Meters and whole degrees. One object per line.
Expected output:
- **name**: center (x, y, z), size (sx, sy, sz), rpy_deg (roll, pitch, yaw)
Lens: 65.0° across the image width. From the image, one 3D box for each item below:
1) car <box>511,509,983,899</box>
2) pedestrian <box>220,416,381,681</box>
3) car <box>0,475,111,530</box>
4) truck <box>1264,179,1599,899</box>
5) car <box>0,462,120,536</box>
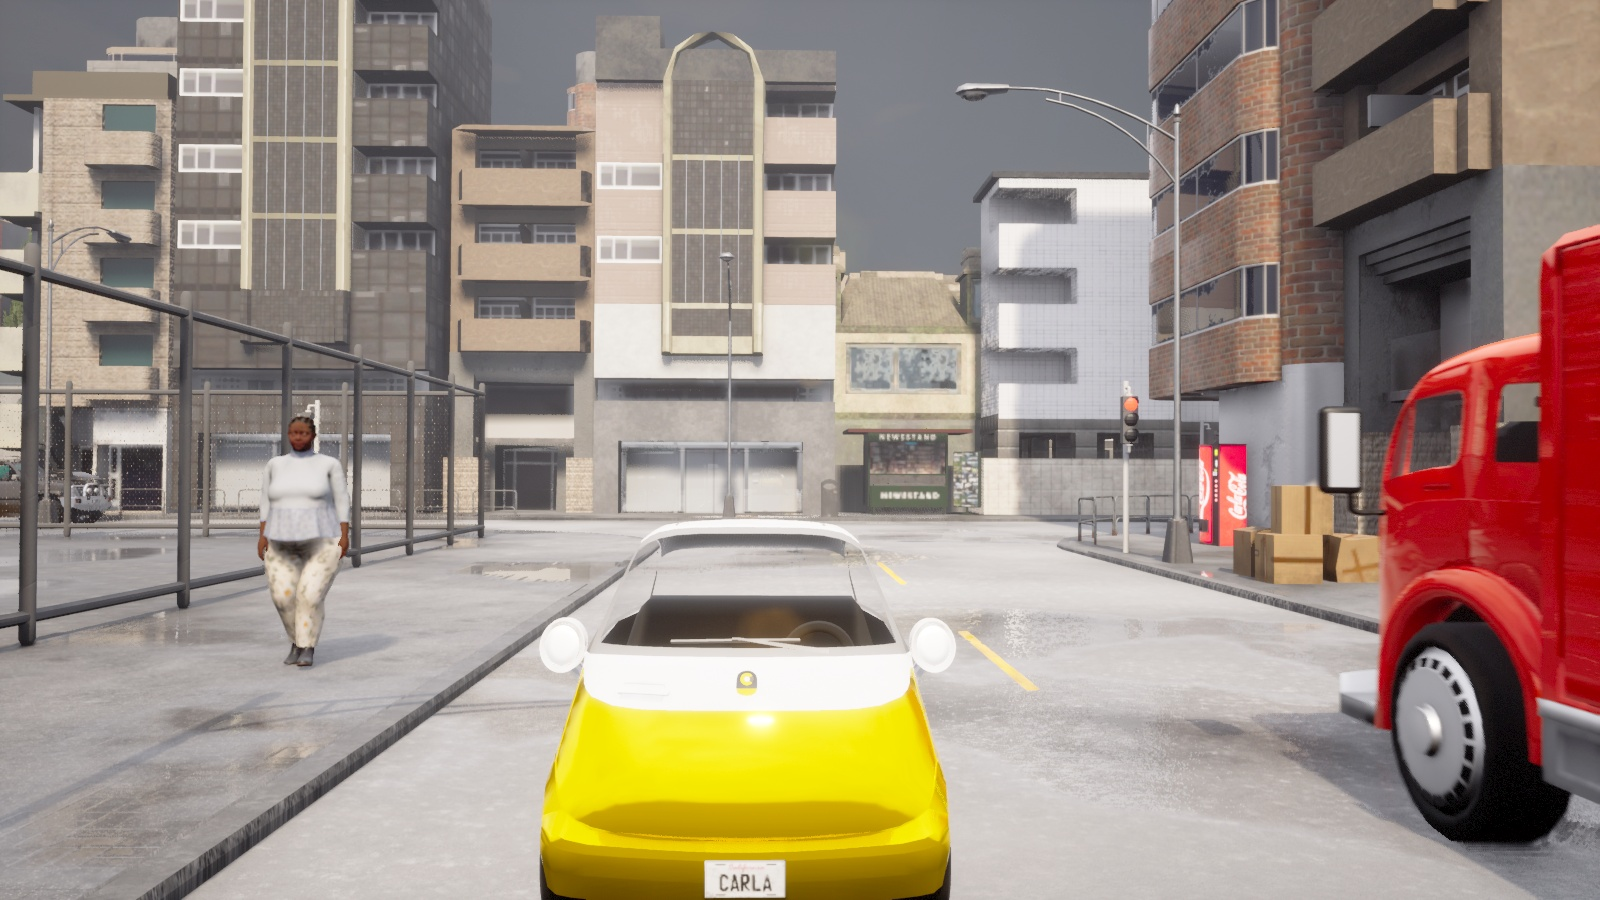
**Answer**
- **car**: center (-0.190, 0.955, 5.061), size (1.481, 1.376, 2.207), rpy_deg (0, -1, -1)
- **pedestrian**: center (-3.659, 0.694, 9.276), size (0.874, 1.855, 0.900), rpy_deg (0, -1, -5)
- **car**: center (-22.374, 1.495, 36.516), size (3.705, 1.549, 1.789), rpy_deg (0, -1, -2)
- **truck**: center (3.829, 0.380, 4.029), size (2.627, 2.467, 5.204), rpy_deg (0, -1, -2)
- **car**: center (-20.481, 1.259, 32.573), size (4.605, 1.855, 1.932), rpy_deg (0, -1, -1)
